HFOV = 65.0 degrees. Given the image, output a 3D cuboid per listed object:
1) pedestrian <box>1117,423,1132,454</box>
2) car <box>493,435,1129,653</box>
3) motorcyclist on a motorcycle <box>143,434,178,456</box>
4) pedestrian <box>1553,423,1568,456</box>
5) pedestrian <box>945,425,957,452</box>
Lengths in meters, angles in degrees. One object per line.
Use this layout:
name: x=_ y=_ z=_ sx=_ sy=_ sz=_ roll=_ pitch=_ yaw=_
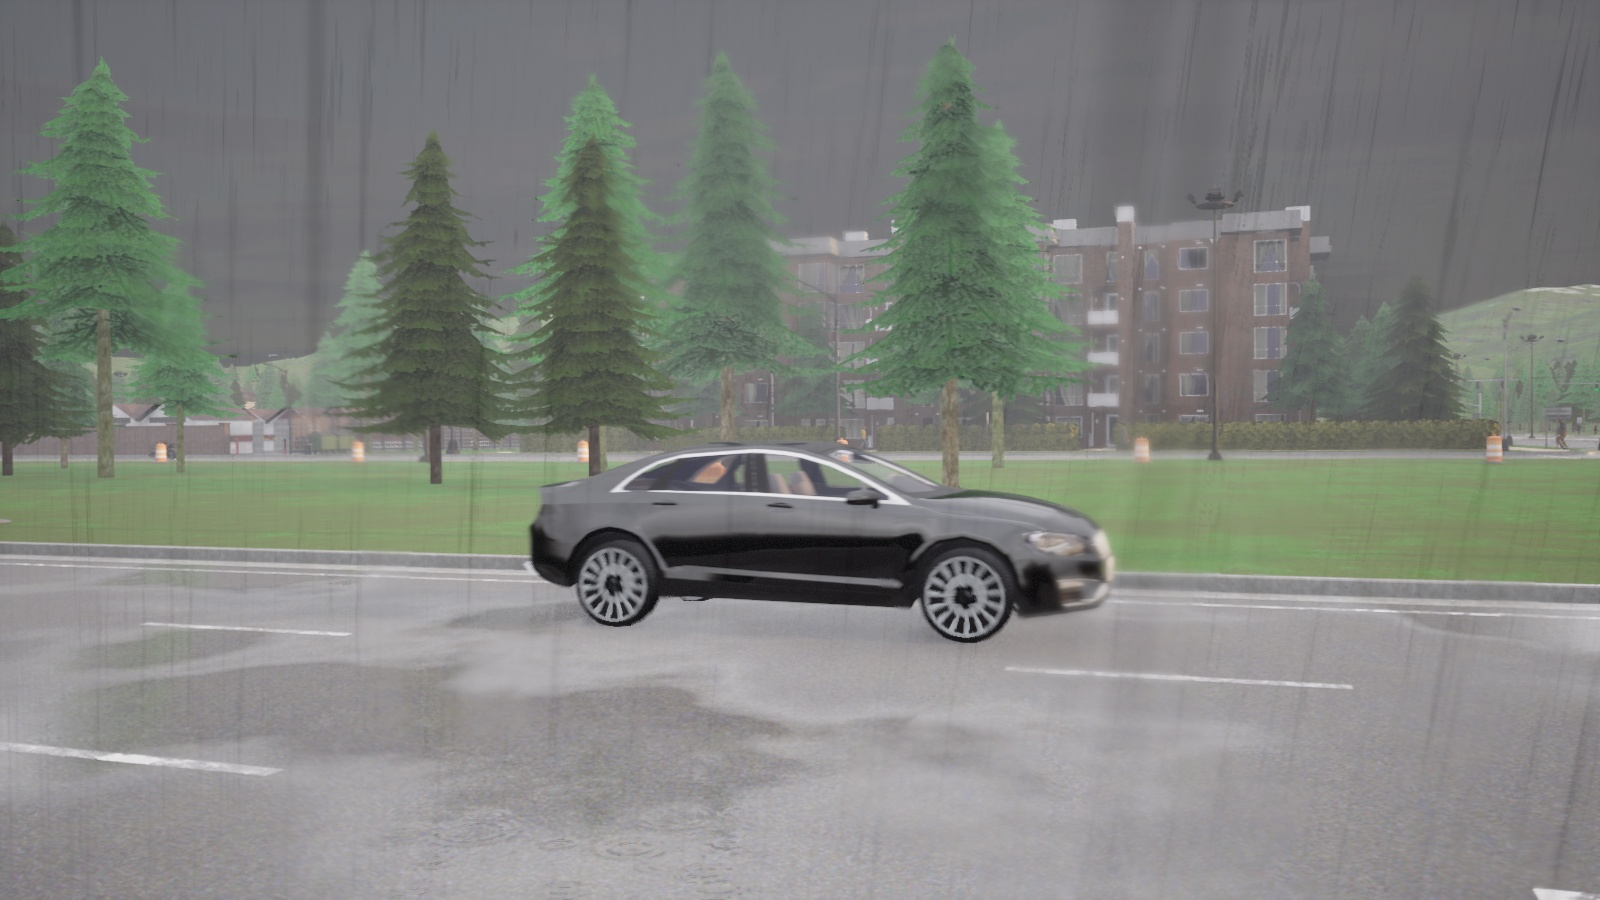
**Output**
pedestrian: x=20.737 y=-0.721 z=80.188 sx=0.873 sy=1.952 sz=0.659 roll=0 pitch=1 yaw=19
car: x=0.149 y=0.632 z=10.527 sx=4.902 sy=1.511 sz=2.128 roll=0 pitch=1 yaw=19
motorcyclist on a motorcycle: x=-44.196 y=-0.373 z=86.745 sx=2.191 sy=1.530 sz=0.866 roll=0 pitch=1 yaw=19
pedestrian: x=43.529 y=-0.603 z=71.863 sx=0.694 sy=1.848 sz=0.540 roll=0 pitch=1 yaw=26
pedestrian: x=10.073 y=-0.765 z=83.638 sx=0.706 sy=1.836 sz=0.354 roll=0 pitch=1 yaw=20
